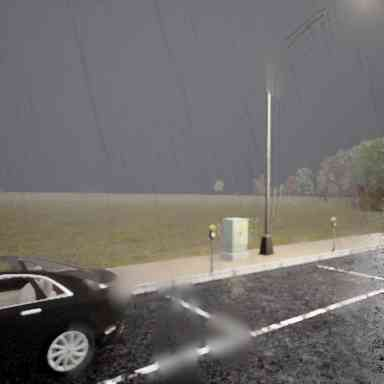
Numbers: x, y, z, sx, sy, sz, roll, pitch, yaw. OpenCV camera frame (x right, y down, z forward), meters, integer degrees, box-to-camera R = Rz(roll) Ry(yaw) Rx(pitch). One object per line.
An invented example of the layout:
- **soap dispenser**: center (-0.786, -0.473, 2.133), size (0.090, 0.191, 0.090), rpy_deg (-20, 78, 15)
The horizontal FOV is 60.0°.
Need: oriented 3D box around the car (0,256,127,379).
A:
- **car**: center (-2.974, 1.549, 3.967), size (4.403, 1.369, 2.008), rpy_deg (1, 0, -35)
